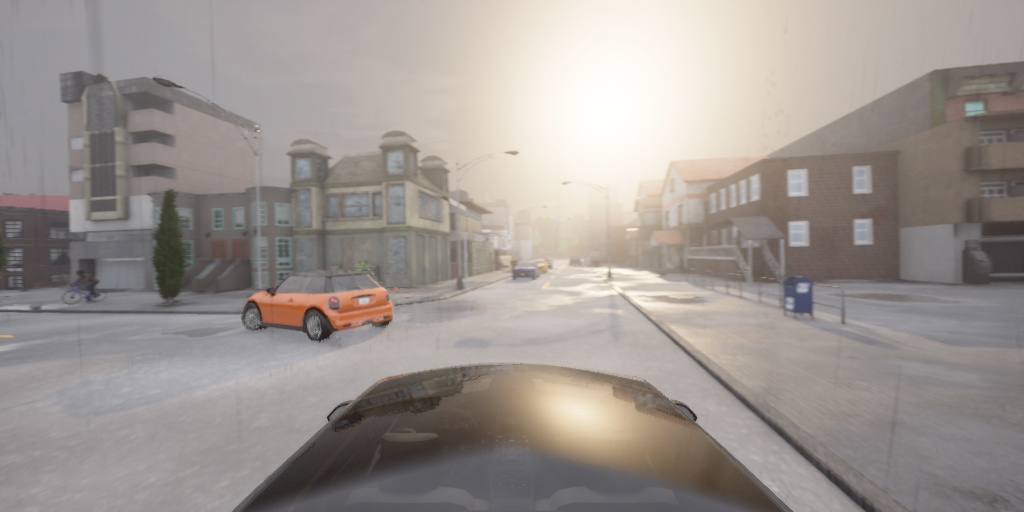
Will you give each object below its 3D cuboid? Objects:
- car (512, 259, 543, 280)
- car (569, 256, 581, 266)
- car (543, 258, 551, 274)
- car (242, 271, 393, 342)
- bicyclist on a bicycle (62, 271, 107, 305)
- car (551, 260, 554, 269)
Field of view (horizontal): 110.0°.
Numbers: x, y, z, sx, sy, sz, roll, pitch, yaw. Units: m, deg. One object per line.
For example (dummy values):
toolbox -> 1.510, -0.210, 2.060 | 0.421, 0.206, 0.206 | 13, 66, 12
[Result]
car -> 1.256, 1.165, 30.625 | 1.882, 1.535, 5.008 | -1, 0, 10
car -> 11.306, 0.778, 64.121 | 2.097, 1.767, 4.553 | -1, 0, 10
car -> 2.919, 1.116, 40.130 | 1.882, 1.535, 5.008 | -1, 0, 10
car -> -5.637, 1.215, 10.312 | 4.553, 1.767, 2.097 | -1, 1, 30
bicyclist on a bicycle -> -21.181, 1.543, 17.790 | 0.582, 1.620, 1.656 | -1, 0, 10
car -> 4.776, 1.090, 50.402 | 1.837, 1.490, 4.892 | -1, 0, 10
